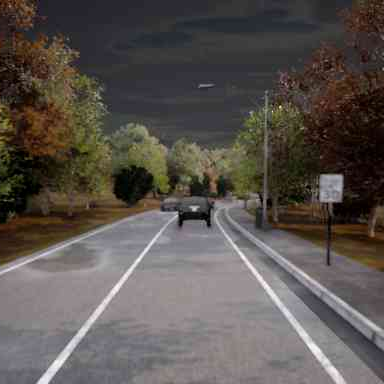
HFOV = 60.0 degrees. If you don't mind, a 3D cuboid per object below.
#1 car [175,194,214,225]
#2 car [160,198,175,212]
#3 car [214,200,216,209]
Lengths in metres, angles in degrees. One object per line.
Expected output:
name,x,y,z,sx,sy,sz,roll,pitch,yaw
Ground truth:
car,0.223,1.179,23.508,2.150,2.045,5.566,0,0,2
car,-2.359,1.414,37.968,1.837,1.490,4.892,1,0,8
car,2.000,1.439,42.383,2.128,1.511,4.902,1,0,9
